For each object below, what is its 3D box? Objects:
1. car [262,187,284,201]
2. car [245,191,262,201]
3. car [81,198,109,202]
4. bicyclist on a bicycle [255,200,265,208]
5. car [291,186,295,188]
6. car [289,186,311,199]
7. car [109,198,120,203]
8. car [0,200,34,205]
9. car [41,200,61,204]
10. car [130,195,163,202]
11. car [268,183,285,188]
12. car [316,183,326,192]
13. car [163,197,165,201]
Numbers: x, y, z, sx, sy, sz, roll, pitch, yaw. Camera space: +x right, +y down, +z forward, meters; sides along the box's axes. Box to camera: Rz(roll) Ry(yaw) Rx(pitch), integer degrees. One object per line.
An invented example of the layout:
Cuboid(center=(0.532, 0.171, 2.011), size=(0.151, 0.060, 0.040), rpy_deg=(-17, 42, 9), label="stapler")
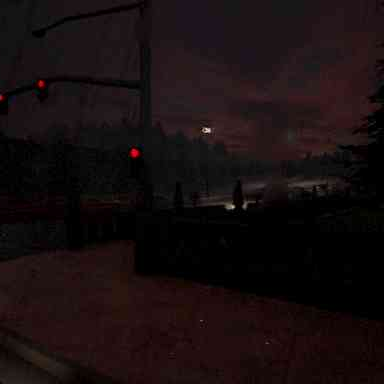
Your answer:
Cuboid(center=(13.522, 0.551, 53.684), size=(1.837, 1.490, 4.892), rpy_deg=(0, 5, 35), label="car")
Cuboid(center=(10.468, 0.609, 55.425), size=(1.812, 1.442, 4.674), rpy_deg=(0, 5, 35), label="car")
Cuboid(center=(-12.991, 1.597, 40.954), size=(1.812, 1.442, 4.674), rpy_deg=(0, 0, 36), label="car")
Cuboid(center=(4.324, 1.320, 21.374), size=(1.656, 1.620, 0.582), rpy_deg=(-1, 0, 36), label="bicyclist on a bicycle")
Cuboid(center=(19.440, -0.465, 61.990), size=(1.994, 1.385, 4.181), rpy_deg=(0, 7, 35), label="car")
Cuboid(center=(17.650, 0.328, 53.445), size=(2.128, 1.511, 4.902), rpy_deg=(0, 5, 35), label="car")
Cuboid(center=(-12.434, 1.585, 47.737), size=(1.812, 1.442, 4.674), rpy_deg=(0, 0, 35), label="car")
Cuboid(center=(-18.397, 1.563, 33.433), size=(2.128, 1.511, 4.902), rpy_deg=(0, 0, 36), label="car")
Cuboid(center=(-17.565, 1.679, 40.586), size=(1.895, 1.301, 4.718), rpy_deg=(0, 0, 36), label="car")
Cuboid(center=(-7.099, 1.463, 49.185), size=(2.128, 1.511, 4.902), rpy_deg=(0, 2, 36), label="car")
Cuboid(center=(16.327, -0.750, 63.655), size=(2.150, 2.045, 5.566), rpy_deg=(0, 7, 35), label="car")
Cuboid(center=(23.925, -0.871, 62.252), size=(2.128, 1.511, 4.902), rpy_deg=(0, 7, 35), label="car")
Cuboid(center=(-6.616, 1.265, 55.860), size=(1.837, 1.490, 4.892), rpy_deg=(0, 3, 36), label="car")
